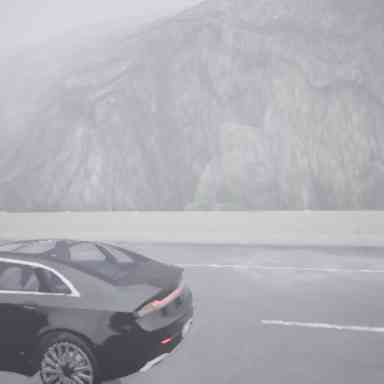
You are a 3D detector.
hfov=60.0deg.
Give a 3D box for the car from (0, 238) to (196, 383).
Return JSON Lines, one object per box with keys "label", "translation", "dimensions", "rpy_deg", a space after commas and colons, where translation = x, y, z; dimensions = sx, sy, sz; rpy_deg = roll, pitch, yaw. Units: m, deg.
{"label": "car", "translation": [-2.403, 1.444, 4.622], "dimensions": [4.902, 1.511, 2.128], "rpy_deg": [-1, 1, 15]}
